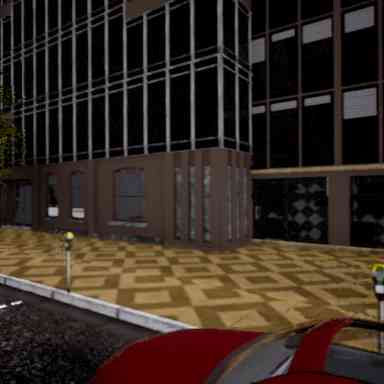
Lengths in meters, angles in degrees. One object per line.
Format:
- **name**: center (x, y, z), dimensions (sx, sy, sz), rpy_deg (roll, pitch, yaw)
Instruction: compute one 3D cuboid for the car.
- **car**: center (1.026, 1.577, 2.156), dimensions (4.206, 1.307, 1.802), rpy_deg (0, 0, 35)
